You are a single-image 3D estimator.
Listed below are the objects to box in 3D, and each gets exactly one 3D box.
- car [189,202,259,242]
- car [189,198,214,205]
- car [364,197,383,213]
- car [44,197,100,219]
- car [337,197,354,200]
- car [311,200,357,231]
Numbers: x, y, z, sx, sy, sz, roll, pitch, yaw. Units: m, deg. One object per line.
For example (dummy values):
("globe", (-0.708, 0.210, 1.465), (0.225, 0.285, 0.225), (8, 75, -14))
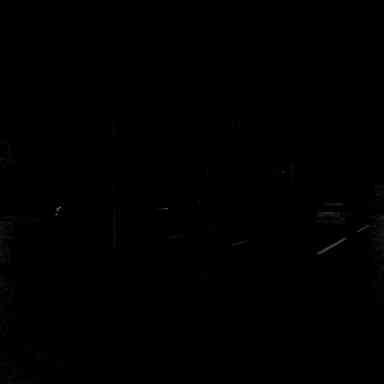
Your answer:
("car", (1.754, 1.383, 15.371), (1.845, 1.501, 3.633), (0, 0, 35))
("car", (1.425, 1.520, 45.495), (1.812, 1.442, 4.674), (0, 0, 35))
("car", (19.432, 1.342, 34.807), (2.152, 1.636, 5.027), (0, 0, 35))
("car", (-10.312, 1.347, 28.758), (2.097, 1.767, 4.553), (0, 0, 35))
("car", (16.846, 1.349, 36.584), (2.007, 1.523, 4.514), (0, 0, 35))
("car", (8.486, 1.396, 19.687), (1.970, 1.475, 3.806), (0, 0, 35))
